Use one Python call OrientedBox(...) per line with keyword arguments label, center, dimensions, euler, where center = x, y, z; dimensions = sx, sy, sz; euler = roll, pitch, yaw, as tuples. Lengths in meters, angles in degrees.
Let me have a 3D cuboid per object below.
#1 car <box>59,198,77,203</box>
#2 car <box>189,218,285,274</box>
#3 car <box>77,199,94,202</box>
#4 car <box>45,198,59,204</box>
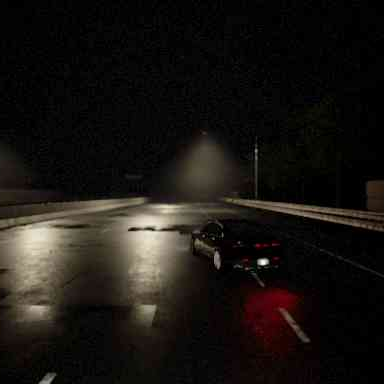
OrientedBox(label="car", center=(-24.848, 1.967, 68.094), dimensions=(1.837, 1.490, 4.892), euler=(0, 0, 0))
OrientedBox(label="car", center=(1.248, 1.639, 11.020), dimensions=(1.837, 1.490, 4.892), euler=(0, -1, -15))
OrientedBox(label="car", center=(-21.348, 2.020, 68.120), dimensions=(1.994, 1.385, 4.181), euler=(0, 0, 0))
OrientedBox(label="car", center=(-28.348, 1.992, 68.068), dimensions=(2.128, 1.511, 4.902), euler=(0, 0, 0))
